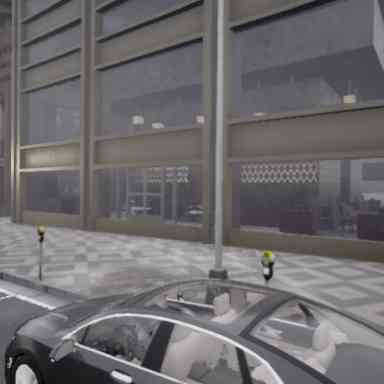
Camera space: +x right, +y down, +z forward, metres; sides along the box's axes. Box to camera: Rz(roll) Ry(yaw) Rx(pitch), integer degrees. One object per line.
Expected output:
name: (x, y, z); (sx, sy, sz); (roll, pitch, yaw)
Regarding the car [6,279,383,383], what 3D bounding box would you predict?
car: (-0.042, 1.548, 3.099); (4.403, 1.369, 2.008); (0, 1, 36)
